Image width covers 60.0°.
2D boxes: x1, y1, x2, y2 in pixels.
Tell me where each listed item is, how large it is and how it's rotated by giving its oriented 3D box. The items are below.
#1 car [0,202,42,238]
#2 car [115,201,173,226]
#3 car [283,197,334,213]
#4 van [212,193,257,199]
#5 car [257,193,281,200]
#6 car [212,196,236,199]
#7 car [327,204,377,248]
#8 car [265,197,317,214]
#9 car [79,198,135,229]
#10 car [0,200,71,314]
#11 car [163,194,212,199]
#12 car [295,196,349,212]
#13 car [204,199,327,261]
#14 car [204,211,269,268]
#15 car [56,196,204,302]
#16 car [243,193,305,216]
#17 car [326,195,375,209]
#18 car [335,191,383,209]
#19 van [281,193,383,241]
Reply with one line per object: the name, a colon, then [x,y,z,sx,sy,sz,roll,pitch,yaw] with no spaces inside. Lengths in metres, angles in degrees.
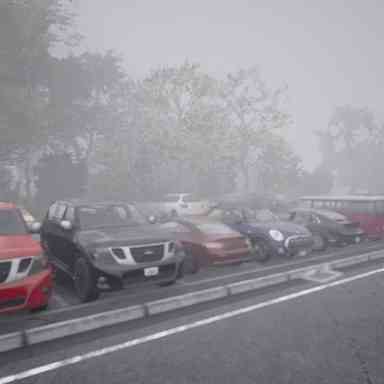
car: [-10.240,1.461,19.060,1.946,1.575,5.366,0,0,-36]
car: [-3.555,1.448,24.029,2.163,1.488,4.792,0,0,-36]
car: [12.260,1.322,35.329,2.163,1.488,4.792,-1,0,-36]
van: [3.133,1.148,28.987,1.878,1.987,4.442,0,0,-36]
car: [5.443,1.107,30.529,2.435,2.045,5.566,0,0,-36]
car: [0.837,1.385,27.431,1.946,1.575,5.366,0,0,-36]
car: [4.427,1.416,13.684,2.231,1.521,4.892,0,0,-36]
car: [9.962,1.346,33.758,2.163,1.488,4.792,-1,0,-36]
car: [-5.850,1.308,22.463,2.185,1.767,4.553,0,0,-36]
car: [-4.685,1.224,7.147,2.435,2.045,5.566,0,0,-36]
car: [-1.332,1.152,25.689,2.435,2.045,5.566,0,0,-36]
car: [14.390,1.258,37.114,1.946,1.575,5.366,-1,0,-36]
car: [2.124,1.304,12.085,2.185,1.767,4.553,0,0,-36]
car: [-0.137,1.485,10.428,2.002,1.452,4.674,0,0,-36]
car: [-2.404,1.209,8.776,2.435,2.045,5.566,0,0,-36]
car: [7.736,1.087,32.097,2.435,2.045,5.566,-1,0,-36]
car: [19.021,1.196,40.189,2.231,1.521,4.892,-1,1,-36]
car: [21.288,0.906,41.781,2.435,2.045,5.566,-1,1,-36]
van: [6.635,1.174,15.414,1.878,1.987,4.442,0,0,-36]
